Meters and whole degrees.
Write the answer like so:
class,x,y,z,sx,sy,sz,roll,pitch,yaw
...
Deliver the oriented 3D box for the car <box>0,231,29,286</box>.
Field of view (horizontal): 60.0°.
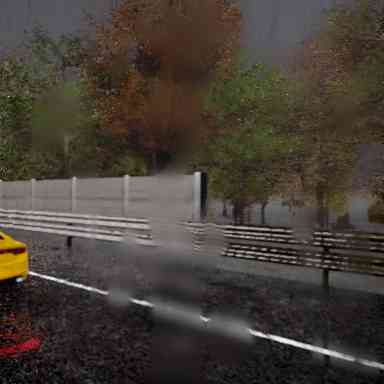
class,x,y,z,sx,sy,sz,roll,pitch,yaw
car,-6.014,1.467,8.157,5.008,1.535,1.882,0,0,35
